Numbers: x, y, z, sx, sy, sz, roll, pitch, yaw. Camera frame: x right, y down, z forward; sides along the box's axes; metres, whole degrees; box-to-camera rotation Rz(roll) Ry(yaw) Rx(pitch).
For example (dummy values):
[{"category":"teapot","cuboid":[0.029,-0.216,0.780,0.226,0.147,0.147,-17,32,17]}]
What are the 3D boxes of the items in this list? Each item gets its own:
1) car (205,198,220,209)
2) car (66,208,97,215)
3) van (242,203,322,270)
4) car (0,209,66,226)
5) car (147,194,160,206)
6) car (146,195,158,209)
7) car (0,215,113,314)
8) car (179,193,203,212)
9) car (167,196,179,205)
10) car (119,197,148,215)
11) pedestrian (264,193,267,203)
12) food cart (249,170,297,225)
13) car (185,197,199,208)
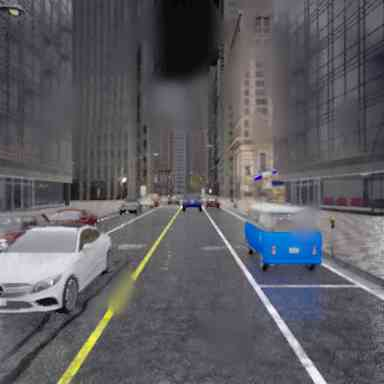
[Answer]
[{"category":"car","cuboid":[2.669,1.442,43.321,1.887,1.381,4.507,0,0,0]},{"category":"car","cuboid":[-5.851,1.483,16.026,1.887,1.381,4.507,1,0,0]},{"category":"van","cuboid":[2.677,1.298,10.562,1.690,1.788,3.998,1,0,0]},{"category":"car","cuboid":[-5.848,1.396,10.567,1.967,1.590,4.097,1,0,0]},{"category":"car","cuboid":[-5.854,1.212,48.782,2.192,1.841,5.009,0,0,0]},{"category":"car","cuboid":[-5.855,1.422,43.152,1.752,1.417,4.829,0,0,0]},{"category":"car","cuboid":[-3.100,1.493,7.643,1.812,1.442,4.674,0,0,0]},{"category":"car","cuboid":[0.044,1.121,37.828,2.150,2.045,5.566,0,0,1]},{"category":"car","cuboid":[-3.009,1.378,55.137,1.882,1.535,5.008,0,0,0]},{"category":"car","cuboid":[-5.854,1.469,32.404,1.947,1.339,4.313,1,0,0]},{"category":"pedestrian","cuboid":[5.633,0.961,25.086,0.375,1.860,0.375,1,-1,-18]},{"category":"food cart","cuboid":[5.616,0.384,23.852,2.280,3.560,4.660,-1,0,0]},{"category":"car","cuboid":[0.002,1.445,48.652,2.033,1.411,5.357,0,0,0]}]
